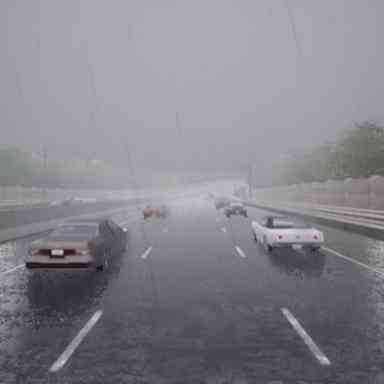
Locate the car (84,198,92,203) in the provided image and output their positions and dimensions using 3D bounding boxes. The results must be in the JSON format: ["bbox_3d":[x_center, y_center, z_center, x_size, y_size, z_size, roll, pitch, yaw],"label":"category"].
[{"bbox_3d":[-16.243,1.709,54.698,1.812,1.442,4.674,0,0,3],"label":"car"}]

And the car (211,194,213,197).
[{"bbox_3d":[6.192,1.823,78.576,2.097,1.767,4.553,0,0,4],"label":"car"}]

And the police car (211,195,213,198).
[{"bbox_3d":[5.508,1.870,67.734,2.038,1.542,4.974,0,-1,3],"label":"police car"}]

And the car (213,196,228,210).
[{"bbox_3d":[4.434,1.511,45.938,2.097,1.767,4.553,0,0,2],"label":"car"}]

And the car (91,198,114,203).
[{"bbox_3d":[-12.950,1.704,50.373,2.033,1.411,5.357,0,0,3],"label":"car"}]

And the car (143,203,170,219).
[{"bbox_3d":[-3.005,1.657,29.274,1.895,1.301,4.718,0,0,1],"label":"car"}]

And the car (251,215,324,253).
[{"bbox_3d":[3.700,1.622,13.823,1.895,1.301,4.718,0,0,1],"label":"car"}]

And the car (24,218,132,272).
[{"bbox_3d":[-3.336,1.557,10.817,2.033,1.411,5.357,0,0,1],"label":"car"}]

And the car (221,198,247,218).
[{"bbox_3d":[4.056,1.600,31.388,1.812,1.442,4.674,0,0,2],"label":"car"}]

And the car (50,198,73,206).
[{"bbox_3d":[-19.926,1.638,50.976,2.128,1.511,4.902,0,0,3],"label":"car"}]
